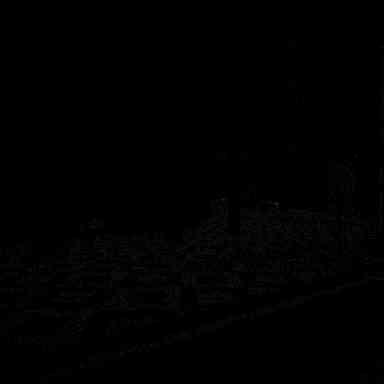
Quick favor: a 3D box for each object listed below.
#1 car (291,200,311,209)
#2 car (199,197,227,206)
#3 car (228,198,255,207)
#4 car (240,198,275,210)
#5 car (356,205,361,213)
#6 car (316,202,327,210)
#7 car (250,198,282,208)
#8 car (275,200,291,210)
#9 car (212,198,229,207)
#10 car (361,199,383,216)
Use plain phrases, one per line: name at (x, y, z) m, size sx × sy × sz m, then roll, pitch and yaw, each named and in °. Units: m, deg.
car at (14.680, 1.739, 46.947) m, size 1.947 × 1.339 × 4.313 m, roll 2°, pitch -1°, yaw -36°
car at (3.598, 1.657, 57.735) m, size 2.033 × 1.411 × 5.357 m, roll 2°, pitch -1°, yaw -35°
car at (8.281, 1.731, 55.861) m, size 2.008 × 1.369 × 4.403 m, roll 2°, pitch -1°, yaw -36°
car at (7.755, 1.492, 41.981) m, size 1.887 × 1.381 × 4.507 m, roll 2°, pitch -1°, yaw -36°
car at (21.080, 1.733, 38.033) m, size 1.947 × 1.339 × 4.313 m, roll 2°, pitch -1°, yaw -36°
car at (17.880, 1.752, 42.490) m, size 1.802 × 1.307 × 4.206 m, roll 2°, pitch -1°, yaw -36°
car at (11.382, 1.702, 51.543) m, size 1.752 × 1.417 × 4.829 m, roll 2°, pitch -1°, yaw -36°
car at (9.912, 1.496, 43.550) m, size 1.882 × 1.535 × 5.008 m, roll 2°, pitch -1°, yaw -36°
car at (4.654, 1.476, 46.300) m, size 1.752 × 1.417 × 4.829 m, roll 2°, pitch -1°, yaw -36°
car at (17.340, 1.378, 28.635) m, size 1.967 × 1.590 × 4.097 m, roll 2°, pitch -1°, yaw -37°
